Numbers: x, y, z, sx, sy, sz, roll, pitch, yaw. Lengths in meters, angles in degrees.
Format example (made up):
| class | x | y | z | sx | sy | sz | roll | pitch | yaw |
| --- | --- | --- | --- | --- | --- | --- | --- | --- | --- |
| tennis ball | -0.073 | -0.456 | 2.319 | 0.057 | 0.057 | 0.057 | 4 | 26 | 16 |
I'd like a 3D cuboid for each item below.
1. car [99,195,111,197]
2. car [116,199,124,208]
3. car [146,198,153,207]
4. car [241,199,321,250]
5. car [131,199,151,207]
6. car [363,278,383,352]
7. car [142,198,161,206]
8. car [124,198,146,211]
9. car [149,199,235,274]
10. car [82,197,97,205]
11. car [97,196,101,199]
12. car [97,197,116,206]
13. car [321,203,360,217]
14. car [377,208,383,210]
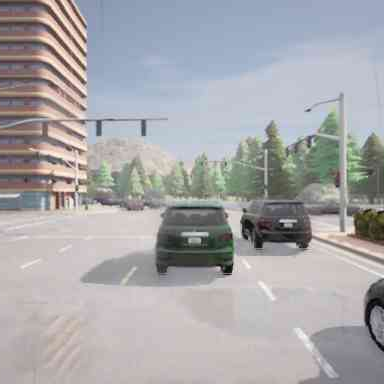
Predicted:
| class | x | y | z | sx | sy | sz | roll | pitch | yaw |
| --- | --- | --- | --- | --- | --- | --- | --- | --- | --- |
| car | -22.184 | 1.803 | 81.443 | 5.566 | 2.045 | 2.150 | 0 | 0 | 24 |
| car | -10.612 | 1.896 | 55.068 | 1.837 | 1.490 | 4.892 | 0 | 0 | -26 |
| car | -5.399 | 1.913 | 51.483 | 2.033 | 1.411 | 5.357 | 0 | 0 | -18 |
| car | 3.597 | 1.332 | 15.060 | 2.150 | 2.045 | 5.566 | 0 | 0 | 0 |
| car | -9.338 | 2.028 | 60.227 | 1.895 | 1.301 | 4.718 | 0 | 0 | -31 |
| car | 3.602 | 1.530 | 3.288 | 1.837 | 1.490 | 4.892 | 0 | 0 | 0 |
| car | -7.903 | 1.985 | 64.674 | 1.812 | 1.442 | 4.674 | 1 | -1 | -34 |
| car | -8.005 | 1.684 | 46.659 | 2.097 | 1.767 | 4.553 | 0 | 0 | -13 |
| car | 0.083 | 1.303 | 10.954 | 2.150 | 2.045 | 5.566 | 0 | 0 | 0 |
| car | -22.965 | 2.021 | 69.832 | 4.902 | 1.511 | 2.128 | 0 | 0 | 34 |
| car | -23.207 | 2.050 | 74.072 | 4.674 | 1.442 | 1.812 | 0 | 0 | 31 |
| car | -15.513 | 2.048 | 62.927 | 1.895 | 1.301 | 4.718 | 0 | -1 | -39 |
| car | 14.893 | 1.853 | 35.232 | 5.357 | 1.411 | 2.033 | 0 | 0 | 3 |
| car | 19.165 | 1.882 | 31.716 | 4.718 | 1.301 | 1.895 | 0 | 0 | 0 |
